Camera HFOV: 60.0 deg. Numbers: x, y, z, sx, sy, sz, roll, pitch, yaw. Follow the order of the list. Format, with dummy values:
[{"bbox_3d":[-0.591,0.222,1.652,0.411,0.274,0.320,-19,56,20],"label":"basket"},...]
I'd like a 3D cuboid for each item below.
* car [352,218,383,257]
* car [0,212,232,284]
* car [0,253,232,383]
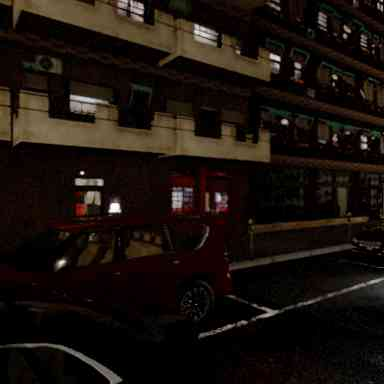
[{"bbox_3d":[7.434,1.561,11.861,4.403,1.369,2.008,0,0,-36],"label":"car"},{"bbox_3d":[-1.584,1.317,5.426,5.009,1.841,2.192,0,0,-36],"label":"car"},{"bbox_3d":[-2.084,1.506,1.869,4.892,1.490,1.837,0,0,-35],"label":"car"}]
